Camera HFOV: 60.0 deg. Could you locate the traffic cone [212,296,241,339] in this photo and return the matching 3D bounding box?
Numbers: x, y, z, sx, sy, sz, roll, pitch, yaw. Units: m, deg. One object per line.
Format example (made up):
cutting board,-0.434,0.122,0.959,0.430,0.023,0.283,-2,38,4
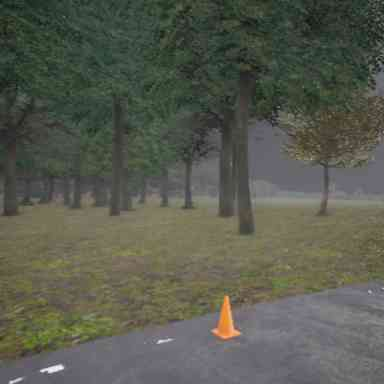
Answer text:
traffic cone,0.550,1.948,5.297,0.340,0.580,0.340,1,0,-32
